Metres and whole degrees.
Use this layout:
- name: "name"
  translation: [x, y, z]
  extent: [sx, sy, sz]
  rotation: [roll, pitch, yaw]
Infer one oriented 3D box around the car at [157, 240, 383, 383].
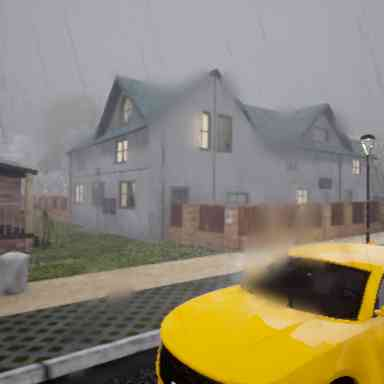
- name: "car"
  translation: [1.927, 1.468, 4.323]
  extent: [5.008, 1.535, 1.882]
  rotation: [0, 0, -35]
